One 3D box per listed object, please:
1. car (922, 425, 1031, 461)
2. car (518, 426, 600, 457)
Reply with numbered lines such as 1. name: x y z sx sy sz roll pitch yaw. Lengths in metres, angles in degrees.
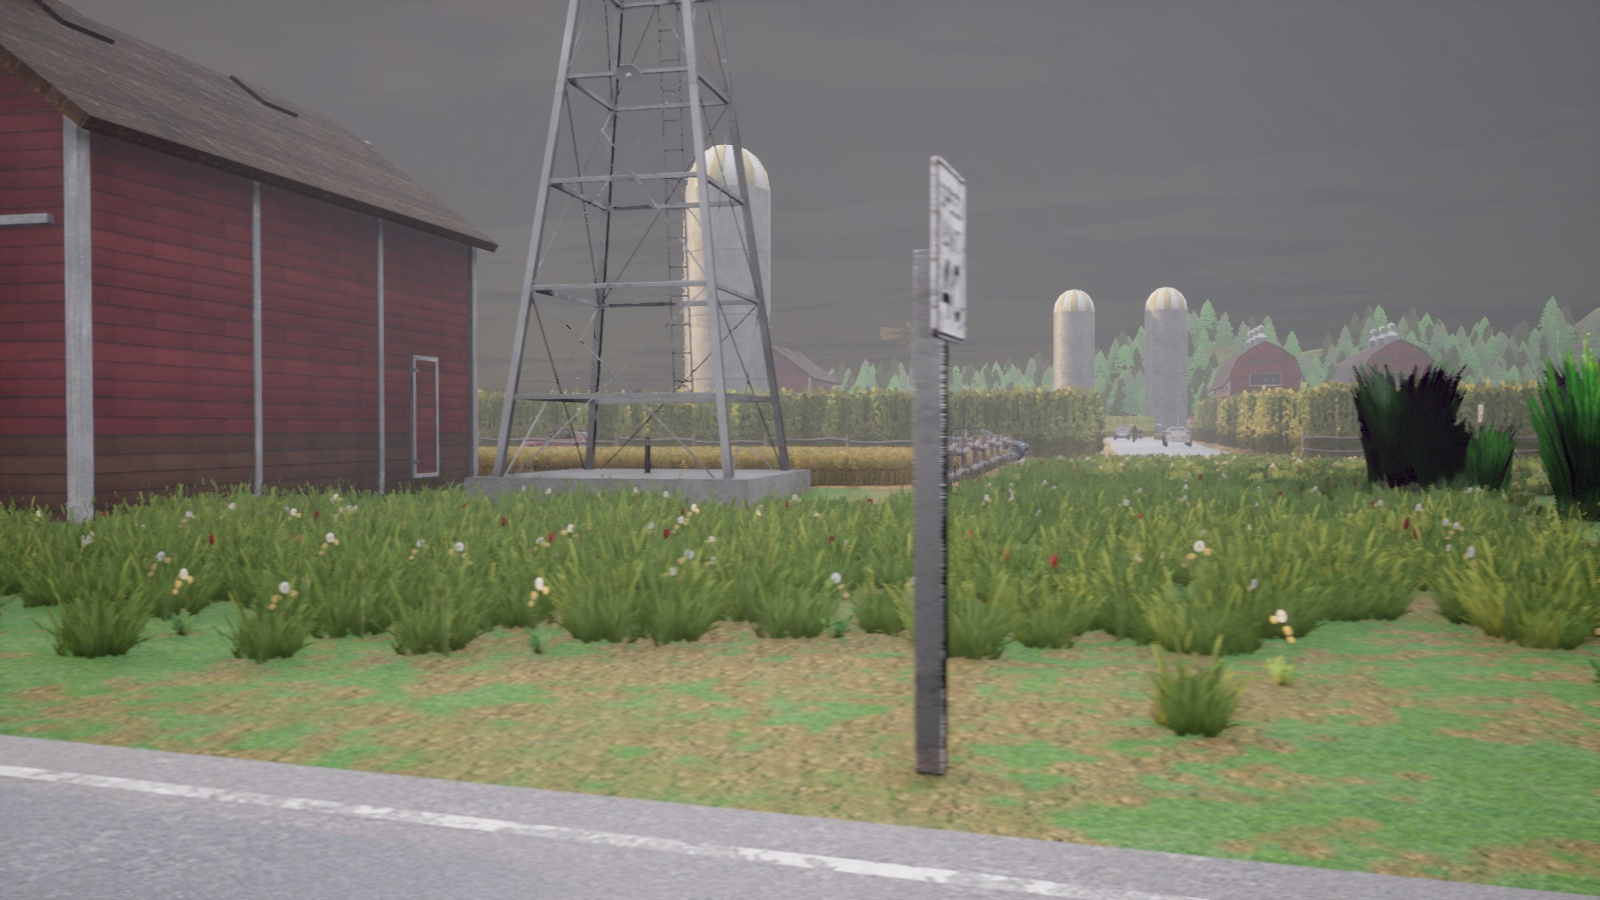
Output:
1. car: 8.554 -0.352 60.655 5.027 1.651 2.152 1 1 13
2. car: -13.199 -0.479 68.843 3.988 1.617 1.851 1 1 13
